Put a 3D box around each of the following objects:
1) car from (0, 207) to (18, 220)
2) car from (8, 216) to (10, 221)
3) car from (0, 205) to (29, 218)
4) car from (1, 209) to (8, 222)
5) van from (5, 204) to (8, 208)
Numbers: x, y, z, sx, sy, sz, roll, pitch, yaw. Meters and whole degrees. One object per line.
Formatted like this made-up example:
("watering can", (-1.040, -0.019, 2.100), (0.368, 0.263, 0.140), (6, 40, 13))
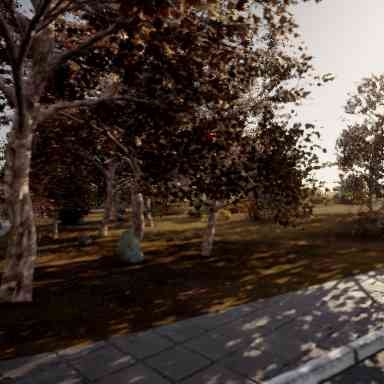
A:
("car", (-27.792, 3.062, 47.717), (4.553, 1.767, 2.185), (5, -4, -40))
("car", (-24.686, 2.917, 39.460), (4.892, 1.521, 2.231), (5, -4, -40))
("car", (-30.880, 3.214, 55.989), (5.566, 2.045, 2.435), (5, -4, -40))
("car", (-23.786, 2.813, 36.585), (5.366, 1.575, 1.946), (5, -4, -40))
("van", (-25.618, 2.790, 42.309), (4.442, 1.987, 1.878), (5, -4, -40))
